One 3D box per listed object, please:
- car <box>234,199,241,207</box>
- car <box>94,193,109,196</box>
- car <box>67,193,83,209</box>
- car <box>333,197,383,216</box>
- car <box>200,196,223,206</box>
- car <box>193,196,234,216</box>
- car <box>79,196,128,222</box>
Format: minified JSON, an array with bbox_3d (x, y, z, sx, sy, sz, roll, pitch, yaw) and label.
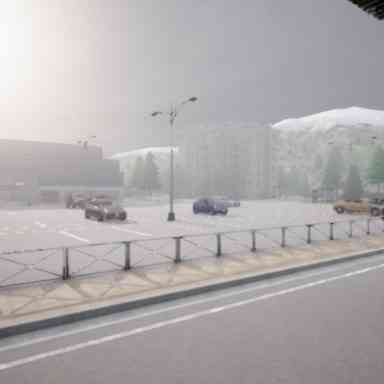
[{"bbox_3d":[4.992,1.391,46.247,1.970,1.475,3.806,0,0,-36],"label":"car"},{"bbox_3d":[-12.083,1.101,43.240,1.932,1.855,4.605,0,0,-36],"label":"car"},{"bbox_3d":[-14.197,1.080,41.205,1.905,1.878,3.866,0,0,-36],"label":"car"},{"bbox_3d":[15.800,1.336,31.028,2.152,1.636,5.027,0,0,-36],"label":"car"},{"bbox_3d":[3.064,1.381,54.008,1.845,1.501,3.633,0,0,-36],"label":"car"},{"bbox_3d":[1.704,1.324,30.315,1.845,1.501,3.633,0,0,-36],"label":"car"},{"bbox_3d":[-6.422,1.300,24.499,2.007,1.523,4.514,0,0,-36],"label":"car"}]
